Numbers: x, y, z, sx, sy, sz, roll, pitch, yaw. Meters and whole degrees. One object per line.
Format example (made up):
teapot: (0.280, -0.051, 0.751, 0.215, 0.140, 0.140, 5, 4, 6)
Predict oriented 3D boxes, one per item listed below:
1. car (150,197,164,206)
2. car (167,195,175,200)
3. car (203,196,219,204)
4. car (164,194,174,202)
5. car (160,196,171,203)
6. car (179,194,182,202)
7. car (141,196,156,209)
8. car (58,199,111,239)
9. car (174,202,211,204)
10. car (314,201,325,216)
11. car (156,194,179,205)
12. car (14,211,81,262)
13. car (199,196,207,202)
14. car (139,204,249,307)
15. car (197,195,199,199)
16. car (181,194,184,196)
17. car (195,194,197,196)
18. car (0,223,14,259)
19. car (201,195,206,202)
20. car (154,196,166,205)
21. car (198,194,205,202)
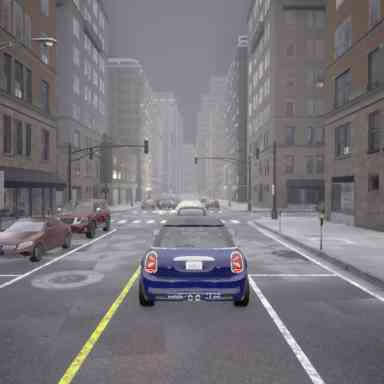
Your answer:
car: (-5.772, 1.578, 55.700, 1.887, 1.381, 4.507, -1, 0, 0)
car: (-5.841, 1.547, 94.655, 1.967, 1.590, 4.097, -1, 0, 0)
car: (2.773, 1.601, 44.612, 1.802, 1.307, 4.206, -1, 0, 0)
car: (-5.824, 1.400, 83.525, 2.192, 1.841, 5.009, -1, 0, 0)
car: (-5.801, 1.612, 72.394, 2.008, 1.369, 4.403, -1, 0, 0)
car: (-3.183, 1.523, 54.303, 2.128, 1.511, 4.902, 0, 0, 0)
car: (-5.752, 1.601, 44.570, 1.802, 1.307, 4.206, -1, 0, 0)
car: (-5.708, 1.315, 17.570, 2.192, 1.841, 5.009, -1, 0, 0)
car: (-0.014, 1.505, 17.331, 1.837, 1.490, 4.892, 0, 0, 0)
car: (13.581, 1.418, 29.989, 4.902, 1.511, 2.128, 0, 1, 0)
car: (-3.173, 1.370, 43.971, 2.097, 1.767, 4.553, 0, 0, 0)
car: (-5.695, 1.581, 11.987, 1.802, 1.307, 4.206, -1, 0, 0)
car: (2.705, 1.635, 83.556, 2.008, 1.369, 4.403, -1, 0, 0)
car: (0.049, 1.351, 8.153, 2.097, 1.767, 4.553, 0, 0, 0)
car: (2.723, 1.501, 72.429, 1.967, 1.590, 4.097, -1, 0, 0)
car: (-3.150, 1.596, 65.503, 2.033, 1.411, 5.357, 0, 0, 1)
car: (2.692, 1.411, 89.120, 2.192, 1.841, 5.009, -1, 0, 0)
car: (-5.686, 1.550, 6.404, 2.008, 1.369, 4.403, -1, 0, 0)
car: (2.762, 1.551, 50.346, 1.752, 1.417, 4.829, -1, 0, 0)
car: (-5.782, 1.566, 61.094, 1.752, 1.417, 4.829, -1, 0, 0)
car: (2.734, 1.595, 66.865, 1.887, 1.381, 4.507, -1, 0, 0)
